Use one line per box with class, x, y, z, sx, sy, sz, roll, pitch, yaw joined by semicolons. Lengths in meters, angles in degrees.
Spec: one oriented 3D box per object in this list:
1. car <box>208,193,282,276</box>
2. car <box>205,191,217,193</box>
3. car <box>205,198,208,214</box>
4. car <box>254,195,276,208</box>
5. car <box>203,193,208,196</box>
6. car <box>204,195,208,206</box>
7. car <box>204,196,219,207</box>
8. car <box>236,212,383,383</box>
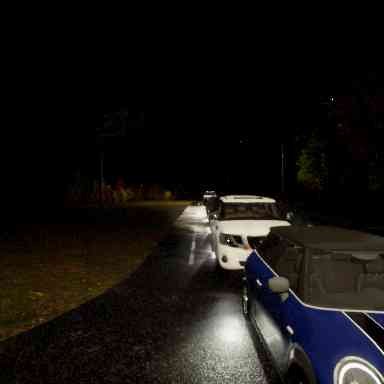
car;1.745;1.160;10.473;2.150;2.045;5.566;0;0;1
car;2.964;0.938;54.408;2.150;2.045;5.566;0;0;3
car;2.062;1.380;23.060;1.837;1.490;4.892;0;0;2
car;9.615;1.249;44.149;1.882;1.535;5.008;0;0;2
car;2.558;1.275;41.567;2.128;1.511;4.902;0;0;2
car;2.224;1.322;29.313;1.882;1.535;5.008;0;0;2
car;2.761;1.314;47.975;1.994;1.385;4.181;0;0;3
car;1.941;1.338;4.126;2.097;1.767;4.553;0;0;0
